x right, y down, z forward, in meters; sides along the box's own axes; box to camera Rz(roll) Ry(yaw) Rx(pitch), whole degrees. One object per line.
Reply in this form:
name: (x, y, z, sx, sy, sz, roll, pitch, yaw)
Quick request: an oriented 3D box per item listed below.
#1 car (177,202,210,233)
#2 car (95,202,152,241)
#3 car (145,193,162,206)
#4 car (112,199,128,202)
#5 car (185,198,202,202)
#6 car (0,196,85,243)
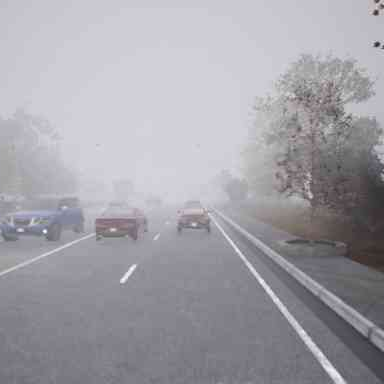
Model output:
car: (0.105, 1.525, 19.748, 1.812, 1.442, 4.674, 0, 0, 0)
car: (-3.410, 1.477, 16.833, 1.882, 1.535, 5.008, 0, 0, 0)
car: (-6.556, 1.221, 56.907, 2.150, 2.045, 5.566, 0, 0, 3)
car: (-10.424, 1.600, 47.232, 1.895, 1.301, 4.718, 0, 0, 1)
car: (0.153, 1.491, 40.813, 2.128, 1.511, 4.902, 0, 0, 1)
car: (-7.099, 1.221, 16.535, 2.150, 2.045, 5.566, 0, 0, 0)
